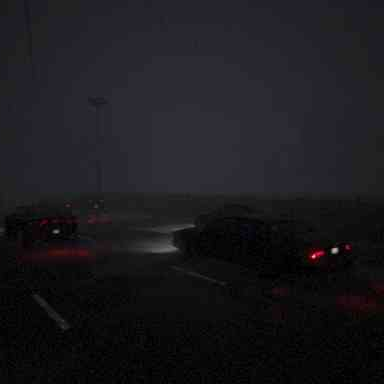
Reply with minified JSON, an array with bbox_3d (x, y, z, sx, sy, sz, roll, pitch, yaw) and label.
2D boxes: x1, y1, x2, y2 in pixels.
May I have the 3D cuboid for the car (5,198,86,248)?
[{"bbox_3d":[-6.350,1.219,13.731,1.882,1.535,5.008,-2,2,-38],"label":"car"}]

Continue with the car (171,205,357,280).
[{"bbox_3d":[1.604,1.317,9.315,2.033,1.411,5.357,-2,2,-38],"label":"car"}]

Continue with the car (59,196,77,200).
[{"bbox_3d":[-10.388,1.100,24.482,1.994,1.385,4.181,-2,2,-38],"label":"car"}]

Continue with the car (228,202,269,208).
[{"bbox_3d":[2.050,1.178,14.394,1.812,1.442,4.674,-2,2,-38],"label":"car"}]

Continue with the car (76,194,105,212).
[{"bbox_3d":[-9.193,0.925,28.614,2.128,1.511,4.902,-2,2,-38],"label":"car"}]
